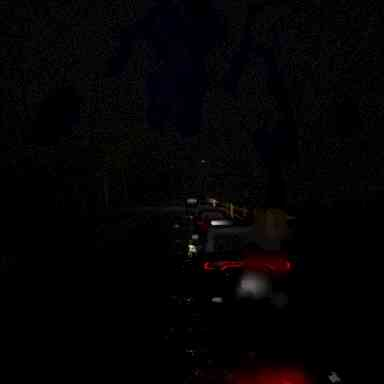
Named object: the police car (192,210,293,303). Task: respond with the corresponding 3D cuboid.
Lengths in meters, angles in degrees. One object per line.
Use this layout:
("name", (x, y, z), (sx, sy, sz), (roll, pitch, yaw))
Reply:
("police car", (1.037, 1.495, 8.548), (1.930, 1.638, 5.238), (0, 0, 0))

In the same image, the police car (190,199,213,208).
("police car", (1.013, 1.617, 24.560), (1.930, 1.638, 5.238), (0, 0, 0))

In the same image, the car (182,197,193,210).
("car", (-0.013, 1.871, 50.308), (2.128, 1.511, 4.902), (0, 0, 0))

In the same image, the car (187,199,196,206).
("car", (-0.103, 2.099, 68.941), (1.895, 1.301, 4.718), (0, 0, 0))

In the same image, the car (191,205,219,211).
("car", (1.022, 1.672, 18.444), (1.812, 1.442, 4.674), (0, 0, 0))
